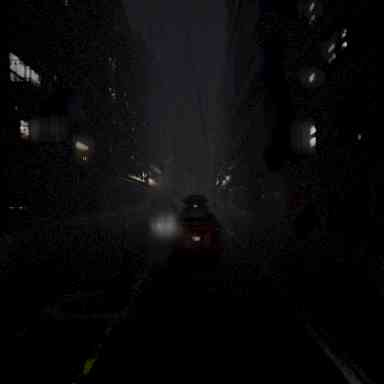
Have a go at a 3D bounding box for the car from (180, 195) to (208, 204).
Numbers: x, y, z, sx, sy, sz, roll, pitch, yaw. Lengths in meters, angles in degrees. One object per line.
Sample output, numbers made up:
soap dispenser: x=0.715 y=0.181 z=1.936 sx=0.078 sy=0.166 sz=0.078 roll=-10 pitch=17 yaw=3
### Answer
car: x=0.322 y=1.275 z=30.585 sx=2.150 sy=2.045 sz=5.566 roll=0 pitch=0 yaw=0

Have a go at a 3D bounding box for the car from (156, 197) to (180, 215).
car: x=-2.591 y=1.544 z=34.674 sx=2.128 sy=1.511 sz=4.902 roll=0 pitch=0 yaw=1

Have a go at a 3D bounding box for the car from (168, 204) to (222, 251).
car: x=0.193 y=1.510 z=14.284 sx=1.882 sy=1.535 sz=5.008 roll=0 pitch=0 yaw=1
